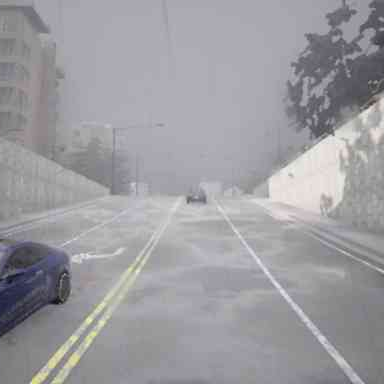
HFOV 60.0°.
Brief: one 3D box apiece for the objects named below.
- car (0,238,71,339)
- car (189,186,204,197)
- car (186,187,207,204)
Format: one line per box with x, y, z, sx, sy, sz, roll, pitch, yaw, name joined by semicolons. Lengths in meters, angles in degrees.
-3.560;1.582;5.615;1.812;1.442;4.674;0;-1;1;car
0.553;-0.048;43.912;1.895;1.301;4.718;0;0;1;car
0.437;0.381;33.428;1.994;1.385;4.181;0;3;1;car
